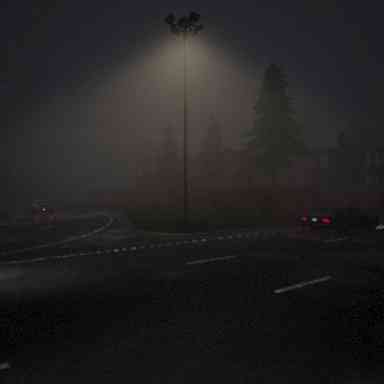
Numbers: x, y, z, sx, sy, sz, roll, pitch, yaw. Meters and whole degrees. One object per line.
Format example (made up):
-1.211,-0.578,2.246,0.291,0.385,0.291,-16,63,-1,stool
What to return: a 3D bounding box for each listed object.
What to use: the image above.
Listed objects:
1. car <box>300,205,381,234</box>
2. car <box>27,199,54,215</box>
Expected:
8.205,1.425,18.199,5.357,1.411,2.033,-1,0,-36,car
-15.604,1.477,34.078,1.812,1.442,4.674,0,0,-34,car
